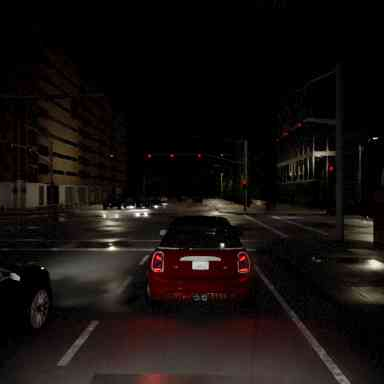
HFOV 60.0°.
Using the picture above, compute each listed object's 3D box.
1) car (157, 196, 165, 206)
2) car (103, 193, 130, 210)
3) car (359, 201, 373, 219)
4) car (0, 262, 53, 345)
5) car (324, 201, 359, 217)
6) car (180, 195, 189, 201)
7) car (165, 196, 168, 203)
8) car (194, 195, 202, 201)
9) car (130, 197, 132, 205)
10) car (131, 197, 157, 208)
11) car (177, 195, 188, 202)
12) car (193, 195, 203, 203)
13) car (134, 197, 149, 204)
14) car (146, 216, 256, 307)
[{"bbox_3d":[-6.332,1.547,56.590,2.033,1.411,5.357,0,0,2],"label":"car"},{"bbox_3d":[-10.149,1.221,44.159,2.150,2.045,5.566,0,0,1],"label":"car"},{"bbox_3d":[16.703,1.603,26.519,5.357,1.411,2.033,0,0,1],"label":"car"},{"bbox_3d":[-3.394,1.492,3.933,2.128,1.511,4.902,0,0,1],"label":"car"},{"bbox_3d":[14.517,1.547,30.067,4.902,1.511,2.128,0,0,1],"label":"car"},{"bbox_3d":[-1.927,1.540,83.989,2.033,1.411,5.357,0,0,2],"label":"car"},{"bbox_3d":[-5.966,1.526,66.863,1.812,1.442,4.674,0,0,2],"label":"car"},{"bbox_3d":[1.576,1.478,84.035,1.882,1.535,5.008,0,0,2],"label":"car"},{"bbox_3d":[-9.927,1.564,53.572,1.994,1.385,4.181,0,0,2],"label":"car"},{"bbox_3d":[-6.593,1.491,46.582,2.128,1.511,4.902,0,0,1],"label":"car"},{"bbox_3d":[-2.227,1.524,73.903,2.128,1.511,4.902,0,0,2],"label":"car"},{"bbox_3d":[1.165,1.477,67.088,1.882,1.535,5.008,0,0,2],"label":"car"},{"bbox_3d":[-9.595,1.601,63.572,1.895,1.301,4.718,0,0,2],"label":"car"},{"bbox_3d":[0.223,1.352,8.161,2.097,1.767,4.553,0,0,2],"label":"car"}]
